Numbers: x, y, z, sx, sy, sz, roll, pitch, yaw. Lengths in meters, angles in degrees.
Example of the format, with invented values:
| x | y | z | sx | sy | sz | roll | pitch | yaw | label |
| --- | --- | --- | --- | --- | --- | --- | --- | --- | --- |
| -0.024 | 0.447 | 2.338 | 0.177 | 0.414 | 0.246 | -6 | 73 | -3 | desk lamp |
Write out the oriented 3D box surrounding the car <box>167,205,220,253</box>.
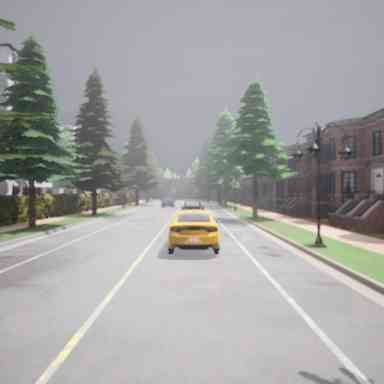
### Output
| x | y | z | sx | sy | sz | roll | pitch | yaw | label |
| --- | --- | --- | --- | --- | --- | --- | --- | --- | --- |
| 0.073 | 1.487 | 13.680 | 1.882 | 1.535 | 5.008 | 0 | -1 | 0 | car |

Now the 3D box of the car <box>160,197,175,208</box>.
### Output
| x | y | z | sx | sy | sz | roll | pitch | yaw | label |
| --- | --- | --- | --- | --- | --- | --- | --- | --- | --- |
| -3.588 | 1.538 | 49.946 | 1.837 | 1.490 | 4.892 | 0 | 0 | 0 | car |

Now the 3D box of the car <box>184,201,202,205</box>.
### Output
| x | y | z | sx | sy | sz | roll | pitch | yaw | label |
| --- | --- | --- | --- | --- | --- | --- | --- | --- | --- |
| 0.063 | 1.511 | 27.569 | 2.128 | 1.511 | 4.902 | 0 | 0 | 0 | car |
